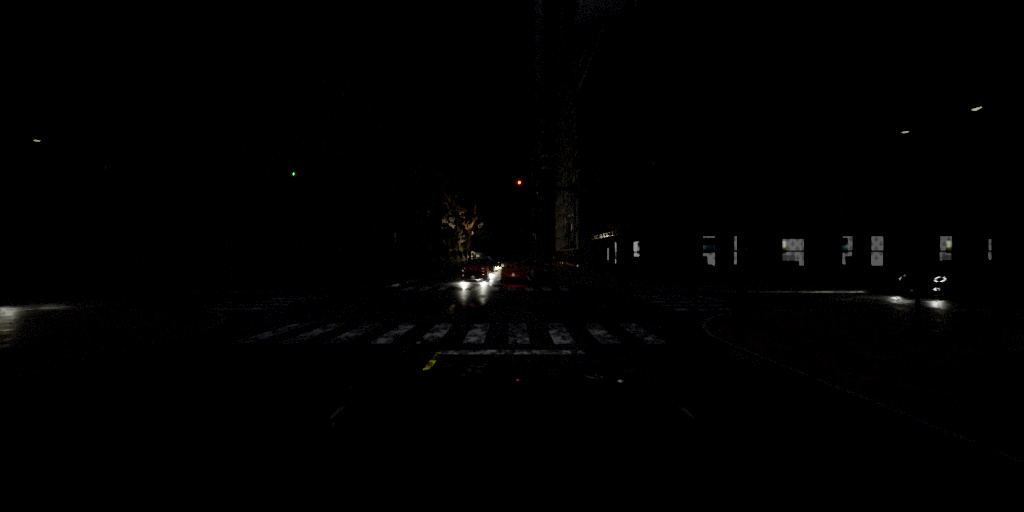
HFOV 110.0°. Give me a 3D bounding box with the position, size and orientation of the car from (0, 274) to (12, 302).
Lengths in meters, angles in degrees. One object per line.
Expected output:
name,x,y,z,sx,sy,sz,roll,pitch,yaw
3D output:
car,-24.070,1.031,14.511,5.566,2.045,2.150,0,0,1

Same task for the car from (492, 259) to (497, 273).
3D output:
car,-3.115,1.352,42.608,1.895,1.301,4.718,0,0,0

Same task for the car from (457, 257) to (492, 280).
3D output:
car,-3.112,1.102,30.785,2.097,1.767,4.553,0,0,0

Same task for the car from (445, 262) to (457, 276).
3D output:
car,-5.706,1.296,36.535,1.888,1.381,4.507,0,0,0

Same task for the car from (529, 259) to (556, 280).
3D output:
car,2.678,1.190,30.861,1.967,1.591,4.097,0,0,0

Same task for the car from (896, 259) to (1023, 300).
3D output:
car,21.034,1.038,16.783,4.553,1.767,2.097,0,0,1

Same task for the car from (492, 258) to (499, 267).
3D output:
car,-3.033,1.093,63.749,2.097,1.767,4.553,0,0,0

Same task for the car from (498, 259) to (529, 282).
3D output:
car,0.088,1.228,28.814,1.882,1.535,5.008,0,0,0
